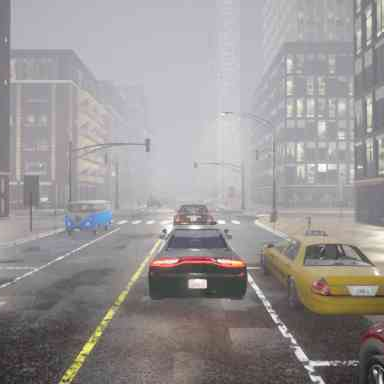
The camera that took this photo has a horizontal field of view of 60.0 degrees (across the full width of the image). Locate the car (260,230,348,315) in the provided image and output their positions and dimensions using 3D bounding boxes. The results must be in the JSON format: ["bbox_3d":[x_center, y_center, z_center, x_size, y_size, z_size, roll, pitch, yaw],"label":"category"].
[{"bbox_3d":[2.707,1.529,7.577,1.752,1.417,4.829,1,0,0],"label":"car"}]

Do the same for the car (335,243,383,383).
[{"bbox_3d":[2.706,1.441,1.883,1.967,1.590,4.097,1,0,0],"label":"car"}]

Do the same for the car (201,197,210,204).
[{"bbox_3d":[2.692,1.680,68.017,1.752,1.417,4.829,0,0,0],"label":"car"}]

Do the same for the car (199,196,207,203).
[{"bbox_3d":[2.691,1.733,79.342,1.752,1.417,4.829,0,0,0],"label":"car"}]

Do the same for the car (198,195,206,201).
[{"bbox_3d":[2.691,1.705,90.499,1.967,1.590,4.097,0,0,0],"label":"car"}]

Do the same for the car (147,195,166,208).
[{"bbox_3d":[-5.685,1.408,50.859,2.192,1.841,5.009,0,0,0],"label":"car"}]

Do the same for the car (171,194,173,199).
[{"bbox_3d":[-5.688,1.761,73.508,1.802,1.307,4.206,0,0,0],"label":"car"}]

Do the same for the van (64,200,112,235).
[{"bbox_3d":[-5.660,1.358,18.453,1.690,1.788,3.998,1,0,0],"label":"van"}]

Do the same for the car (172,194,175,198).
[{"bbox_3d":[-5.688,1.647,79.172,1.967,1.590,4.097,0,0,0],"label":"car"}]

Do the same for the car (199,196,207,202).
[{"bbox_3d":[2.691,1.802,84.835,1.947,1.339,4.313,0,0,0],"label":"car"}]

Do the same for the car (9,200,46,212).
[{"bbox_3d":[-19.056,1.538,37.861,4.507,1.381,1.887,0,-1,0],"label":"car"}]

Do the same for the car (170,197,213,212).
[{"bbox_3d":[0.085,1.369,18.616,2.097,1.767,4.553,0,0,0],"label":"car"}]

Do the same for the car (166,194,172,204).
[{"bbox_3d":[-5.688,1.720,67.846,1.947,1.339,4.313,0,0,0],"label":"car"}]

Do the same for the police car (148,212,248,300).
[{"bbox_3d":[0.102,1.509,8.506,2.038,1.542,4.974,0,0,0],"label":"police car"}]
